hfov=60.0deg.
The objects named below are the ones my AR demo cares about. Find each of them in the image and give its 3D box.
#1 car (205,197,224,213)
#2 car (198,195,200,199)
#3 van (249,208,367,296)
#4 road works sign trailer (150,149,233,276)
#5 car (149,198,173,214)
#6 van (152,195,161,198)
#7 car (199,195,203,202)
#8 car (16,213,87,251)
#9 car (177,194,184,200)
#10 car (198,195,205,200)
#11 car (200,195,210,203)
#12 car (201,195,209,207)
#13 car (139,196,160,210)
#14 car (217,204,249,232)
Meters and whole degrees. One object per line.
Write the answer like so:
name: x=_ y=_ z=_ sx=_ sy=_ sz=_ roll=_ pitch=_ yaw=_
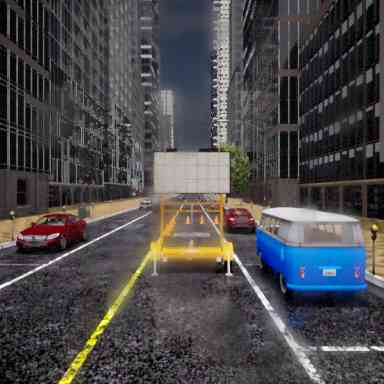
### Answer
car: x=2.680 y=1.581 z=36.808 sx=1.802 sy=1.307 sz=4.206 roll=0 pitch=0 yaw=0
car: x=2.673 y=1.410 z=65.271 sx=1.967 sy=1.590 sz=4.097 roll=0 pitch=0 yaw=0
van: x=2.688 y=1.341 z=8.347 sx=1.690 sy=1.788 sz=3.998 roll=0 pitch=0 yaw=0
road works sign trailer: x=-0.003 y=0.464 z=10.365 sx=2.380 sy=3.560 sz=2.880 roll=0 pitch=0 yaw=0
car: x=-3.110 y=1.600 z=35.508 sx=1.895 sy=1.301 sz=4.718 roll=0 pitch=0 yaw=0
van: x=-5.704 y=1.328 z=53.887 sx=1.690 sy=1.788 sz=3.998 roll=0 pitch=0 yaw=0
car: x=2.676 y=1.538 z=53.886 sx=2.008 sy=1.369 sz=4.403 roll=0 pitch=0 yaw=0
car: x=-5.695 y=1.582 z=14.039 sx=1.802 sy=1.307 sz=4.206 roll=0 pitch=0 yaw=0
car: x=-3.025 y=1.419 z=90.362 sx=2.128 sy=1.511 sz=4.902 roll=0 pitch=0 yaw=0
car: x=2.666 y=1.462 z=93.733 sx=1.887 sy=1.381 sz=4.507 roll=0 pitch=0 yaw=0
car: x=2.672 y=1.401 z=70.963 sx=1.967 sy=1.590 sz=4.097 roll=0 pitch=0 yaw=0
car: x=2.678 y=1.544 z=48.193 sx=2.008 sy=1.369 sz=4.403 roll=0 pitch=0 yaw=0
car: x=-5.702 y=1.548 z=42.502 sx=2.008 sy=1.369 sz=4.403 roll=0 pitch=0 yaw=0
car: x=2.685 y=1.581 z=19.731 sx=1.802 sy=1.307 sz=4.206 roll=0 pitch=0 yaw=0
